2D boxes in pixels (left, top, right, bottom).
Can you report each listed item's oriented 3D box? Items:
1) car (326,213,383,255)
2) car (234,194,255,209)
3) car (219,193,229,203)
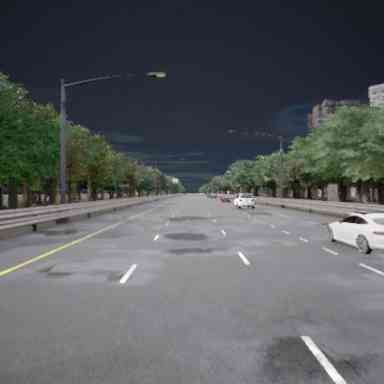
[{"bbox_3d":[7.000,1.536,13.202,1.812,1.442,4.674,0,0,0],"label":"car"},{"bbox_3d":[7.003,1.234,44.935,2.150,2.045,5.566,0,0,0],"label":"car"},{"bbox_3d":[7.020,1.562,71.990,1.812,1.442,4.674,0,0,0],"label":"car"}]
